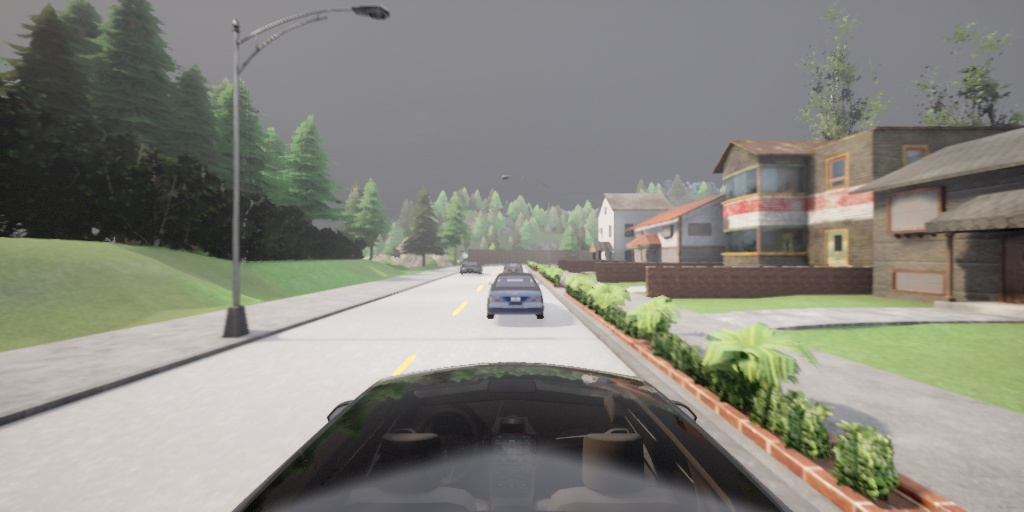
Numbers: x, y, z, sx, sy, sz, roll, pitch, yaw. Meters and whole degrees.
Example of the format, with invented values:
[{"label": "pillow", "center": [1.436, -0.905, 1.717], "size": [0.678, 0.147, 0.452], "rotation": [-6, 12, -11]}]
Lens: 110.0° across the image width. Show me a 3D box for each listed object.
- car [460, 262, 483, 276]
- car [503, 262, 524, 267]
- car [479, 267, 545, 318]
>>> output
[{"label": "car", "center": [-4.045, 1.262, 36.518], "size": [1.994, 1.385, 4.181], "rotation": [0, 0, 0]}, {"label": "car", "center": [0.114, 1.250, 33.081], "size": [2.033, 1.411, 5.357], "rotation": [0, 0, 0]}, {"label": "car", "center": [0.105, 1.281, 12.794], "size": [2.033, 1.411, 5.357], "rotation": [0, 0, 0]}]
